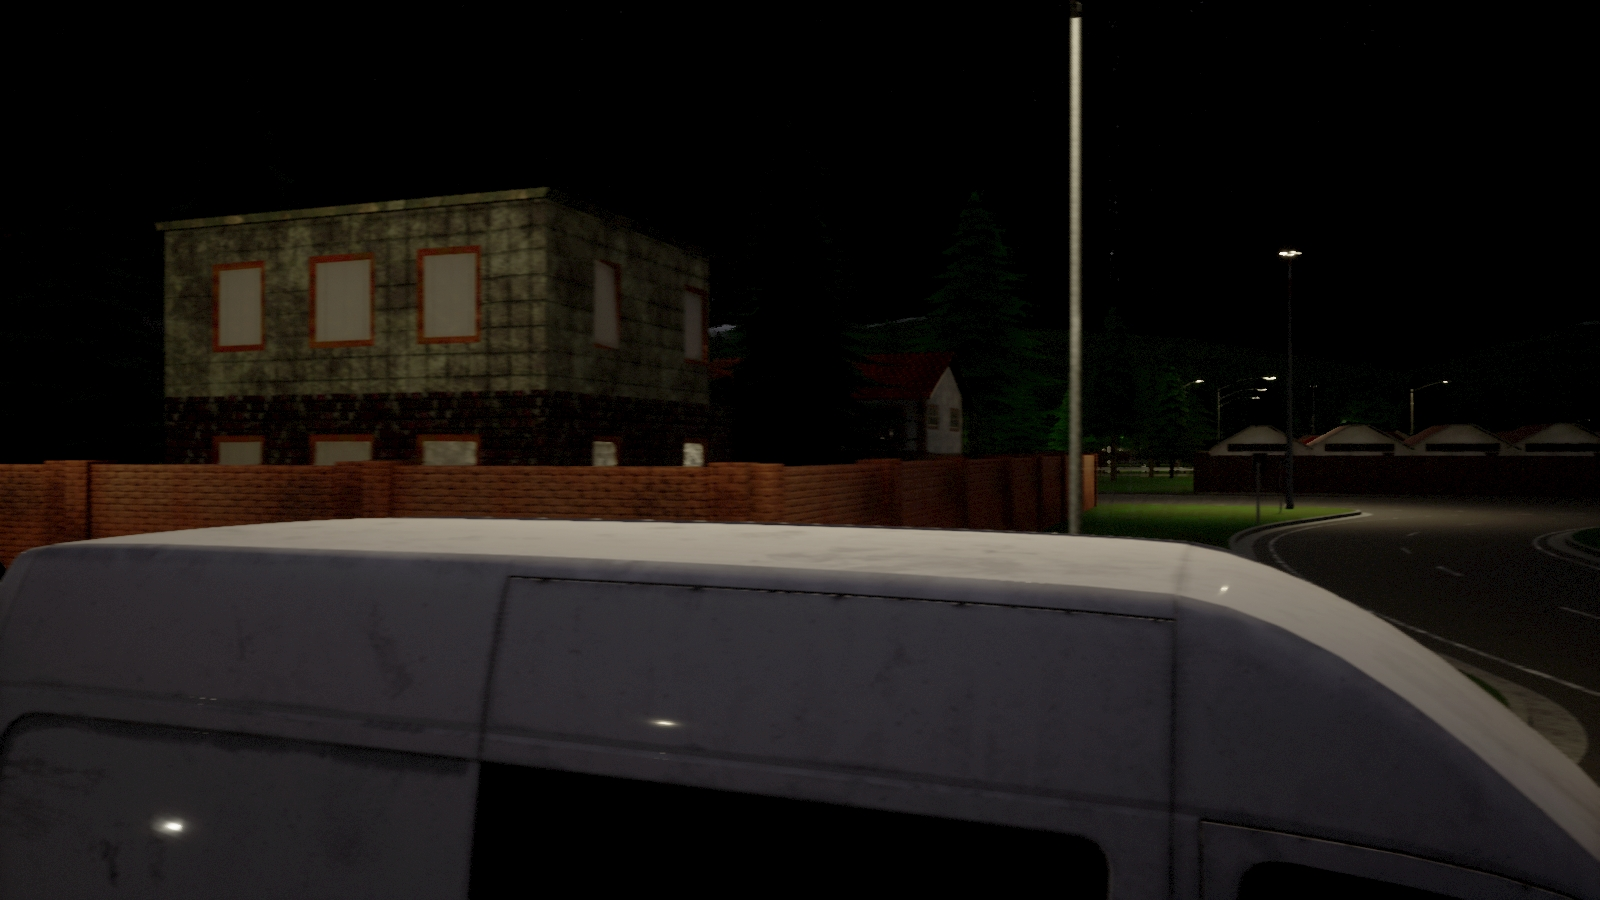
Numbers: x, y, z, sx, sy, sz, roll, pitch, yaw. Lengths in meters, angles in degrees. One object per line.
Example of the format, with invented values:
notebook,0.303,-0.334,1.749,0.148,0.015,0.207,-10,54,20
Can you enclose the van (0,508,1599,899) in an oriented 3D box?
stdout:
van,0.494,1.535,3.117,5.915,2.561,1.988,0,0,20

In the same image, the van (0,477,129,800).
van,-9.154,1.534,10.340,5.915,2.561,1.988,0,0,20
